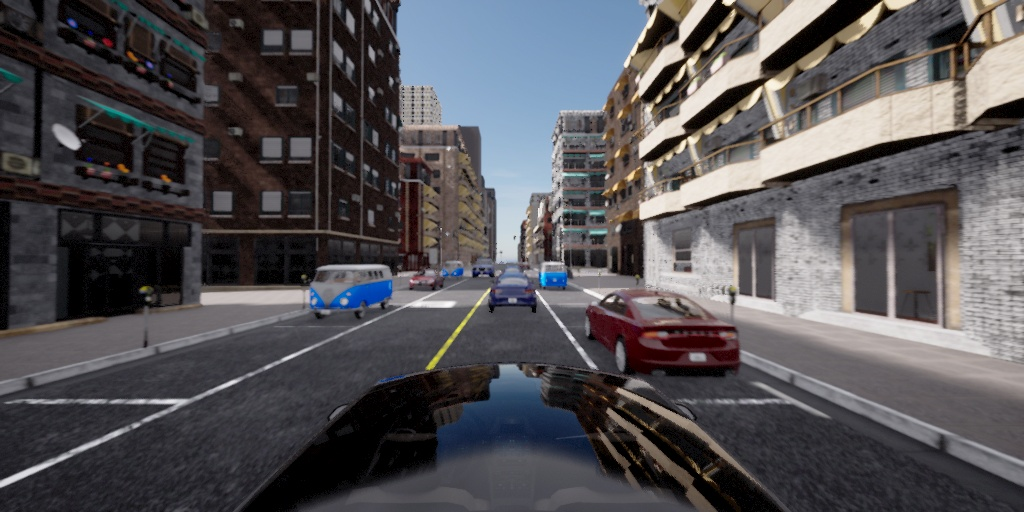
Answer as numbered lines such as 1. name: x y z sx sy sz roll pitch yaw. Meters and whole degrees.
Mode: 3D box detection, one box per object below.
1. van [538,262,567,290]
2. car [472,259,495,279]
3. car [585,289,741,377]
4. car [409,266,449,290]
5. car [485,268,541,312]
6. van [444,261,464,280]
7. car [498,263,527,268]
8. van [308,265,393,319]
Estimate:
1. van: 2.683 1.316 24.323 1.690 1.789 3.998 0 0 0
2. car: -3.047 1.348 39.171 2.150 2.045 5.566 0 -1 1
3. car: 2.686 1.352 7.415 1.888 1.381 4.507 0 0 0
4. car: -5.698 1.558 24.325 1.802 1.307 4.207 0 0 0
5. car: 0.044 1.407 14.877 1.812 1.442 4.674 0 0 1
6. van: -5.813 1.430 35.593 1.690 1.789 3.998 0 0 0
7. car: 0.040 1.557 29.908 1.812 1.442 4.674 0 0 1
8. van: -5.695 1.204 13.052 1.690 1.789 3.998 0 0 0
